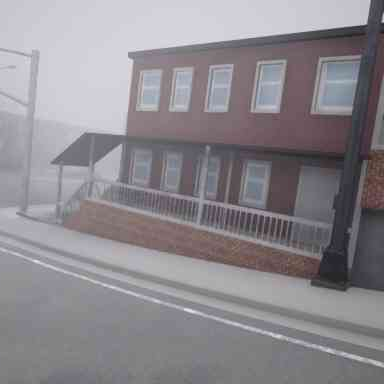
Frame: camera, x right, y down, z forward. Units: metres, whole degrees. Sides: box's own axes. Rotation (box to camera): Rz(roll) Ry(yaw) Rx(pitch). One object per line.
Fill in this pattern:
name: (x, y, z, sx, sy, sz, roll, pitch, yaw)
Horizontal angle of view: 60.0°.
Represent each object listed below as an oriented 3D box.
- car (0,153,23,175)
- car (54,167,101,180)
car: (-20.280, -3.001, 34.400, 2.150, 2.045, 5.566, 11, 6, 35)
car: (-13.086, -2.142, 38.554, 2.033, 1.411, 5.357, 11, 6, 35)
